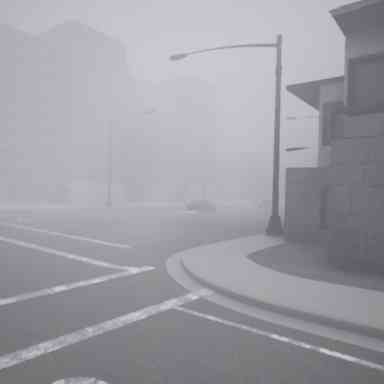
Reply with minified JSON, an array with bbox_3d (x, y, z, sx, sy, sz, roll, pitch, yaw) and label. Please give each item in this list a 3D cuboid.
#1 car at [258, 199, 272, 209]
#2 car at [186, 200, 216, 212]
[{"bbox_3d":[12.718,2.016,55.285,1.837,1.490,4.892,2,0,37],"label":"car"},{"bbox_3d":[1.096,1.640,39.944,1.994,1.385,4.181,2,0,37],"label":"car"}]
